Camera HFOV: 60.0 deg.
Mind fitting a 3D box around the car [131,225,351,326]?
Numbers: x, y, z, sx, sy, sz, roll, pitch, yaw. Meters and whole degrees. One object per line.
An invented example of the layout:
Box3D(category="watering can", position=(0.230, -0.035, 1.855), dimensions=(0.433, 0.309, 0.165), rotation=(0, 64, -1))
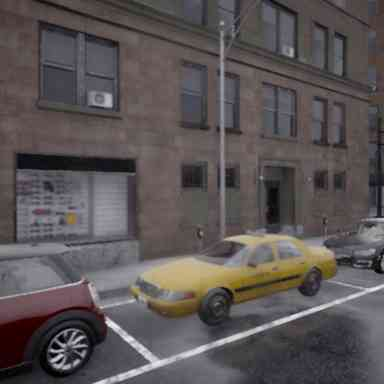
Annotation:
Box3D(category="car", position=(1.136, 1.511, 7.000), dimensions=(4.829, 1.417, 1.752), rotation=(0, 0, -36))

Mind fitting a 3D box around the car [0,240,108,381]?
Box3D(category="car", position=(-3.217, 1.442, 3.894), dimensions=(4.097, 1.590, 1.967), rotation=(0, 0, -36))

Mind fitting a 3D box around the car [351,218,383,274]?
Box3D(category="car", position=(5.767, 1.519, 10.304), dimensions=(4.403, 1.369, 2.008), rotation=(0, 0, -36))
